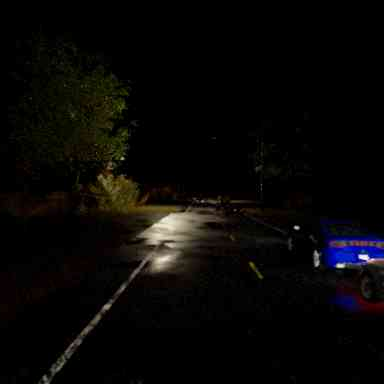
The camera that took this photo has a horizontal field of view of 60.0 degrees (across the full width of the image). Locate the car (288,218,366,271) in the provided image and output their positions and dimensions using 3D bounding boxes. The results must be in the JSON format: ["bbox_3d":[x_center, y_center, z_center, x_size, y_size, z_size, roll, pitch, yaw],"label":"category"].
[{"bbox_3d":[4.775,1.655,11.609,1.882,1.535,5.008,1,0,1],"label":"car"}]

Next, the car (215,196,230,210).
[{"bbox_3d":[4.739,1.617,50.038,2.150,2.045,5.566,1,0,1],"label":"car"}]

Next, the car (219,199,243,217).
[{"bbox_3d":[4.409,1.860,35.850,2.033,1.411,5.357,1,0,2],"label":"car"}]

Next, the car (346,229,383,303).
[{"bbox_3d":[4.619,1.660,5.612,1.812,1.442,4.674,1,0,1],"label":"car"}]
